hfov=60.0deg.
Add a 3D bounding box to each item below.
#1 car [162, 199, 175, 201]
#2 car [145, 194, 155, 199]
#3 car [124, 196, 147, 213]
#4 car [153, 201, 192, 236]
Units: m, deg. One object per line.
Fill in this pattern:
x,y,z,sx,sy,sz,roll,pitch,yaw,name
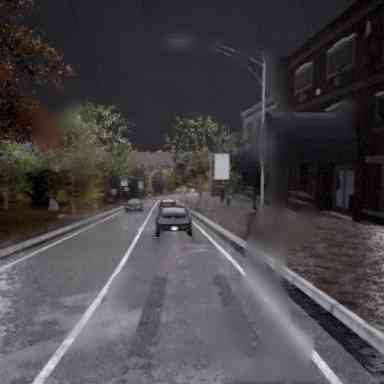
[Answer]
-2.620,1.453,36.639,1.882,1.535,5.008,-1,0,-5,car
-9.902,1.115,78.690,2.097,1.767,4.553,-1,0,-5,car
-6.357,1.520,37.013,1.837,1.490,4.892,-1,0,-5,car
-1.032,1.482,18.214,1.837,1.490,4.892,-1,0,-5,car
